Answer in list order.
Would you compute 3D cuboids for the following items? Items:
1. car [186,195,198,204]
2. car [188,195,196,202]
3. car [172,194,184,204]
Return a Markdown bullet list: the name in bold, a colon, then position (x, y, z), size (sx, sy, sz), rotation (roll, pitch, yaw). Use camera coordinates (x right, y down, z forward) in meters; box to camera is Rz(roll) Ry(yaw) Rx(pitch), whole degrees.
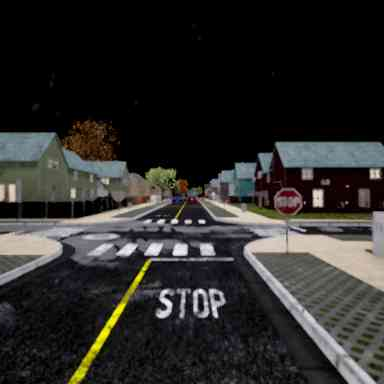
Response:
- **car**: position (-0.019, 1.417, 63.017), size (2.097, 1.767, 4.553), rotation (0, 0, 0)
- **car**: position (-0.022, 1.473, 73.052), size (1.812, 1.442, 4.674), rotation (0, 0, 0)
- **car**: position (-2.770, 1.362, 67.188), size (2.150, 2.045, 5.566), rotation (0, 0, 0)
